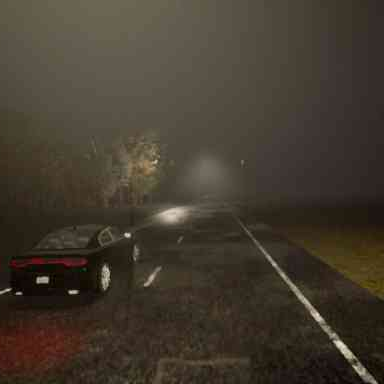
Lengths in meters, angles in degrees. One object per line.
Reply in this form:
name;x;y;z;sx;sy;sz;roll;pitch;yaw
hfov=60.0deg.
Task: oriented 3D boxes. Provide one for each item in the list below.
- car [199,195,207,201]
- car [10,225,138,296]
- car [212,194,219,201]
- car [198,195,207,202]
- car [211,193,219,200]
car;3.191;1.633;95.177;2.033;1.411;5.357;-2;0;4
car;-2.860;1.637;9.211;1.882;1.535;5.008;-2;0;4
car;5.979;1.586;84.915;2.128;1.511;4.902;-2;0;4
car;2.464;1.734;84.778;2.128;1.511;4.902;-2;0;4
car;6.669;1.301;94.901;2.097;1.767;4.553;-2;0;4
